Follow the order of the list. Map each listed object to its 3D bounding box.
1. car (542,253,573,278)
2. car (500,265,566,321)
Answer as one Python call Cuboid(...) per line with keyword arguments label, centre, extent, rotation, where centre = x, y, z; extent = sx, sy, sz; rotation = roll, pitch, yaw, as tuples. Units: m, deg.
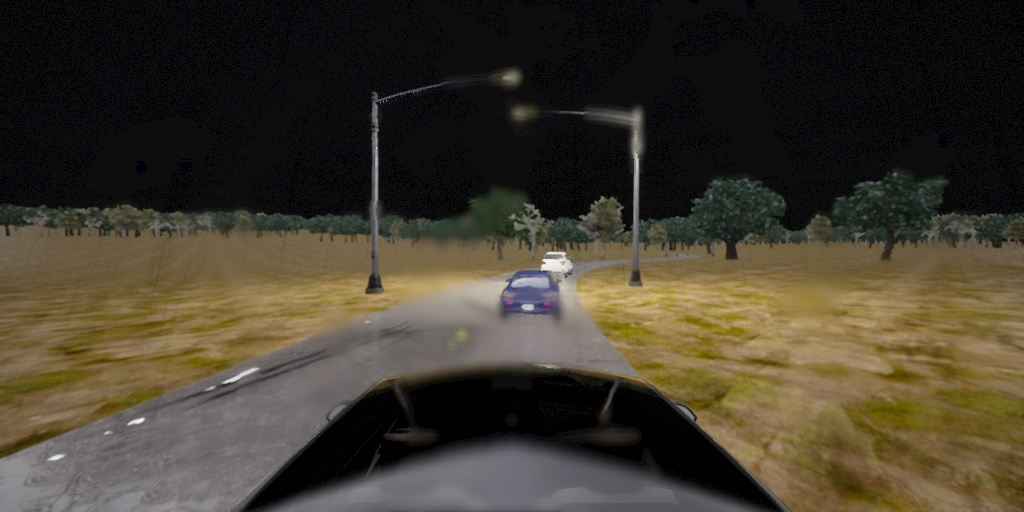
Cuboid(label="car", centre=(3.962, 0.729, 30.878), extent=(2.150, 2.045, 5.566), rotation=(1, 0, 14))
Cuboid(label="car", centre=(0.704, 1.200, 12.007), extent=(1.812, 1.442, 4.674), rotation=(0, 1, 6))
